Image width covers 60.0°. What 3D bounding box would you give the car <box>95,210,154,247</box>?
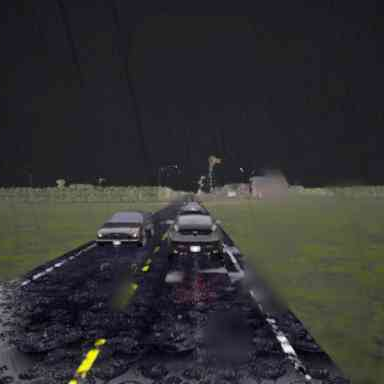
[{"bbox_3d":[-2.844,1.547,15.261,2.033,1.411,5.357,0,0,0],"label":"car"}]

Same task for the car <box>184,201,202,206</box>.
[{"bbox_3d":[0.099,1.572,33.468,1.994,1.385,4.181,0,0,0],"label":"car"}]

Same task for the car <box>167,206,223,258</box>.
[{"bbox_3d":[0.101,1.505,12.730,1.837,1.490,4.892,0,0,0],"label":"car"}]
